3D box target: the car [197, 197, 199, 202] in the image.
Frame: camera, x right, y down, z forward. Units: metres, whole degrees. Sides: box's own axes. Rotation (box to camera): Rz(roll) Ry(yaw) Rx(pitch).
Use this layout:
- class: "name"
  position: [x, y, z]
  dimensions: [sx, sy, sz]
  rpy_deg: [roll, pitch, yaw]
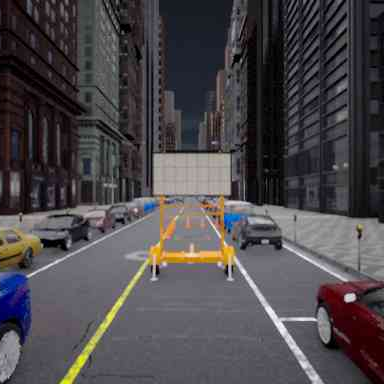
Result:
- class: "car"
  position: [2.799, 2.166, 82.523]
  dimensions: [1.752, 1.417, 4.829]
  rpy_deg: [0, 0, 0]

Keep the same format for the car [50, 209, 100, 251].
- class: "car"
  position: [-5.758, 1.669, 14.706]
  dimensions: [1.947, 1.339, 4.313]
  rpy_deg: [0, 0, 0]

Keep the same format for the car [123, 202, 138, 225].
- class: "car"
  position: [-5.753, 1.751, 25.980]
  dimensions: [1.947, 1.339, 4.313]
  rpy_deg: [0, 0, 0]

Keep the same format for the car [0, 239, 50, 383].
- class: "car"
  position: [-3.100, 1.495, 2.473]
  dimensions: [1.882, 1.535, 5.008]
  rpy_deg: [0, 0, 0]

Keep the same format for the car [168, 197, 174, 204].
- class: "car"
  position: [-5.729, 2.135, 76.707]
  dimensions: [1.887, 1.381, 4.507]
  rpy_deg: [0, 0, 0]

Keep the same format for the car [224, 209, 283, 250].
- class: "car"
  position: [2.767, 1.654, 14.719]
  dimensions: [2.008, 1.369, 4.403]
  rpy_deg: [0, 0, 0]

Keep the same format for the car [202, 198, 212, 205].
- class: "car"
  position: [2.783, 1.905, 48.536]
  dimensions: [1.887, 1.381, 4.507]
  rpy_deg: [0, 0, 0]

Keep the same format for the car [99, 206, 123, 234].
- class: "car"
  position: [-5.755, 1.726, 20.343]
  dimensions: [1.802, 1.307, 4.206]
  rpy_deg: [0, 0, 0]

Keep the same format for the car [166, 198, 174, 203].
- class: "car"
  position: [-5.723, 2.253, 87.980]
  dimensions: [1.947, 1.339, 4.313]
  rpy_deg: [0, 0, 0]

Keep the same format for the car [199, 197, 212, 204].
- class: "car"
  position: [2.788, 1.765, 59.810]
  dimensions: [2.192, 1.841, 5.009]
  rpy_deg: [0, 0, 0]

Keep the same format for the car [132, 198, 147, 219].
- class: "car"
  position: [-5.750, 1.668, 31.617]
  dimensions: [1.967, 1.590, 4.097]
  rpy_deg: [0, 0, 0]

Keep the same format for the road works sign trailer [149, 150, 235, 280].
- class: "road works sign trailer"
  position: [0.004, 0.535, 10.113]
  dimensions: [2.380, 3.560, 2.880]
  rpy_deg: [0, 0, 0]

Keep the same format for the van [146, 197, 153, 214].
- class: "van"
  position: [-5.748, 1.612, 37.254]
  dimensions: [1.690, 1.788, 3.998]
  rpy_deg: [0, 0, 0]

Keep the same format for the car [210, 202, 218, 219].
- class: "car"
  position: [2.772, 1.737, 25.992]
  dimensions: [2.008, 1.369, 4.403]
  rpy_deg: [0, 0, 0]

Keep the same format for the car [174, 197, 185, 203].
- class: "car"
  position: [-2.959, 2.227, 86.971]
  dimensions: [2.033, 1.411, 5.357]
  rpy_deg: [0, -1, 0]

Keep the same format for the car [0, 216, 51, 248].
- class: "car"
  position: [-5.761, 1.587, 8.900]
  dimensions: [1.752, 1.417, 4.829]
  rpy_deg: [0, 0, 0]

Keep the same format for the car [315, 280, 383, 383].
- class: "car"
  position: [2.762, 1.569, 3.447]
  dimensions: [1.887, 1.381, 4.507]
  rpy_deg: [0, 0, 0]

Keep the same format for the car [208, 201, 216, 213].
- class: "car"
  position: [2.775, 1.810, 31.628]
  dimensions: [1.802, 1.307, 4.206]
  rpy_deg: [0, 0, 0]

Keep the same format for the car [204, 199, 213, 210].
- class: "car"
  position: [2.778, 1.822, 37.264]
  dimensions: [2.008, 1.369, 4.403]
  rpy_deg: [0, 0, 0]

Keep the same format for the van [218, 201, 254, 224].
- class: "van"
  position: [2.769, 1.485, 20.357]
  dimensions: [1.690, 1.788, 3.998]
  rpy_deg: [0, 0, 0]

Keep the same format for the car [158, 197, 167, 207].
- class: "car"
  position: [-5.740, 1.719, 54.163]
  dimensions: [2.192, 1.841, 5.009]
  rpy_deg: [0, 0, 0]

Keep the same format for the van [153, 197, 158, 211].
- class: "van"
  position: [-5.745, 1.656, 42.890]
  dimensions: [1.690, 1.788, 3.998]
  rpy_deg: [0, 0, 0]
